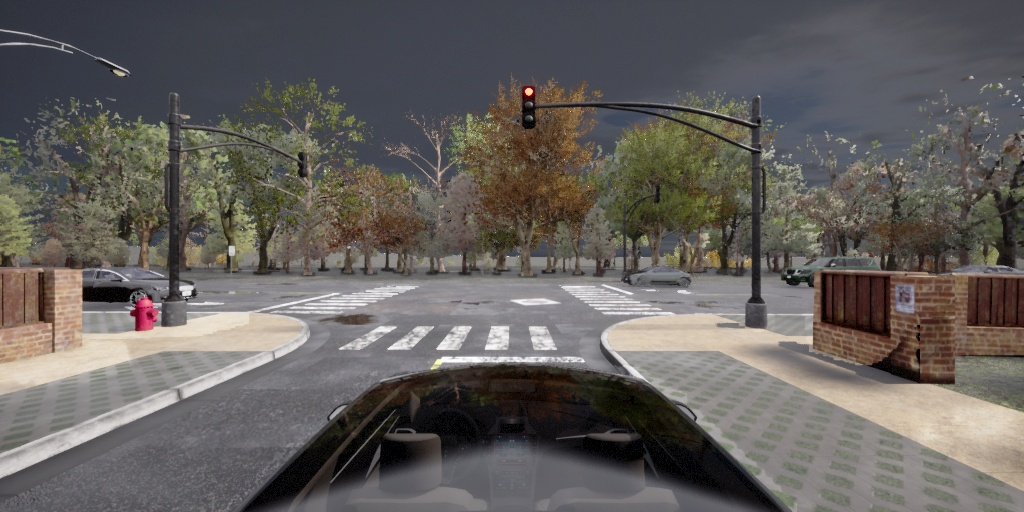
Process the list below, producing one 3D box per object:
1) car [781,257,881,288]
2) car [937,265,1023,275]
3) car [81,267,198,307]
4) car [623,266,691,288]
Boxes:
[{"bbox_3d":[21.260,1.057,23.957,5.566,2.045,2.150,0,0,0],"label":"car"},{"bbox_3d":[31.262,1.359,23.959,4.902,1.511,2.128,0,0,0],"label":"car"},{"bbox_3d":[-15.117,1.183,13.965,4.902,1.511,2.128,0,0,0],"label":"car"},{"bbox_3d":[9.643,1.361,23.948,4.181,1.385,1.994,0,0,0],"label":"car"}]
